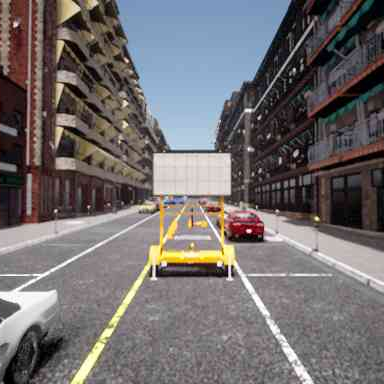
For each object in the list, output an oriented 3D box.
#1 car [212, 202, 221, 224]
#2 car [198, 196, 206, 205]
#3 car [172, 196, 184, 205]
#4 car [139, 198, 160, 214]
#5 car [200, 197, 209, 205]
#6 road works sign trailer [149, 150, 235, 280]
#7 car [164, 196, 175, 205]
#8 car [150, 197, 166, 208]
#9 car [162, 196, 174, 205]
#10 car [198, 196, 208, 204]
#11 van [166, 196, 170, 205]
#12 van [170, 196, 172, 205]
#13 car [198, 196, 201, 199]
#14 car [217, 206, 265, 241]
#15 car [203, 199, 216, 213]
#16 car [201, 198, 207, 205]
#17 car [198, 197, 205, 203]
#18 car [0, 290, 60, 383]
[{"bbox_3d":[2.619,1.681,23.121,1.752,1.417,4.829,1,0,0],"label":"car"},{"bbox_3d":[2.676,2.019,61.663,1.887,1.381,4.507,1,-1,0],"label":"car"},{"bbox_3d":[-2.654,1.717,64.074,2.150,2.045,5.566,0,-1,0],"label":"car"},{"bbox_3d":[-5.236,1.808,39.445,1.752,1.417,4.829,2,0,0],"label":"car"},{"bbox_3d":[2.703,2.020,72.725,1.967,1.590,4.097,1,-1,0],"label":"car"},{"bbox_3d":[0.005,0.529,10.116,2.380,3.560,2.880,0,0,0],"label":"road works sign trailer"},{"bbox_3d":[-5.174,1.950,78.328,2.192,1.841,5.009,1,-1,0],"label":"car"},{"bbox_3d":[-5.222,1.644,45.148,2.192,1.841,5.009,2,0,0],"label":"car"},{"bbox_3d":[-5.182,1.896,72.799,2.192,1.841,5.009,1,-1,0],"label":"car"},{"bbox_3d":[2.680,2.006,83.788,2.192,1.841,5.009,1,-1,0],"label":"car"},{"bbox_3d":[-5.207,1.764,56.206,1.690,1.788,3.998,2,0,0],"label":"van"},{"bbox_3d":[-5.199,1.815,61.738,1.690,1.788,3.998,1,-1,0],"label":"van"},{"bbox_3d":[2.685,2.071,67.193,1.887,1.381,4.507,1,-1,0],"label":"car"},{"bbox_3d":[2.611,1.660,17.419,1.887,1.381,4.507,1,0,0],"label":"car"},{"bbox_3d":[2.643,1.828,39.540,1.887,1.381,4.507,1,0,0],"label":"car"},{"bbox_3d":[2.651,1.879,45.072,2.008,1.369,4.403,1,0,0],"label":"car"},{"bbox_3d":[2.693,2.249,94.849,1.967,1.590,4.097,1,-1,0],"label":"car"},{"bbox_3d":[-2.847,1.617,2.578,1.895,1.301,4.718,0,0,0],"label":"car"}]
